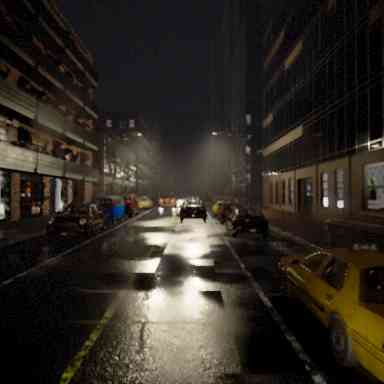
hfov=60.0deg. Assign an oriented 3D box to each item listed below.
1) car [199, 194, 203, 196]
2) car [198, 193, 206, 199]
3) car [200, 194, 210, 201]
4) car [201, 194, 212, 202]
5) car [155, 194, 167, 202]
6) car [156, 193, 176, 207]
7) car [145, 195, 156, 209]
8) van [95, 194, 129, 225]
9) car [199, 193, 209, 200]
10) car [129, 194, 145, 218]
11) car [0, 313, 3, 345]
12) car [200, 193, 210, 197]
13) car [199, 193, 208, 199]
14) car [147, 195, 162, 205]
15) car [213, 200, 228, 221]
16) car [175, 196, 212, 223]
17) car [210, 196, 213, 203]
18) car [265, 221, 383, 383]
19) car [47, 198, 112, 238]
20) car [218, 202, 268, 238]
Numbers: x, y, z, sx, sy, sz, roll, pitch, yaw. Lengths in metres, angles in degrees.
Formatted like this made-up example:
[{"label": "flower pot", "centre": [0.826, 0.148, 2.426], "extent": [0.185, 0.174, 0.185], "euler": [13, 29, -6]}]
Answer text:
[{"label": "car", "centre": [0.078, 1.316, 41.749], "extent": [1.895, 1.301, 4.718], "euler": [0, 0, 0]}, {"label": "car", "centre": [2.634, 0.979, 85.060], "extent": [1.887, 1.381, 4.507], "euler": [1, 0, 0]}, {"label": "car", "centre": [2.642, 1.067, 68.137], "extent": [1.752, 1.417, 4.829], "euler": [1, 0, 0]}, {"label": "car", "centre": [2.645, 1.125, 62.268], "extent": [1.887, 1.381, 4.507], "euler": [1, 0, 0]}, {"label": "car", "centre": [-5.702, 1.106, 62.219], "extent": [1.752, 1.417, 4.829], "euler": [1, 0, 0]}, {"label": "car", "centre": [-3.108, 1.058, 43.352], "extent": [2.097, 1.767, 4.553], "euler": [0, 0, 0]}, {"label": "car", "centre": [-5.692, 1.256, 39.429], "extent": [1.752, 1.417, 4.829], "euler": [1, 0, 0]}, {"label": "van", "centre": [-5.680, 1.187, 22.505], "extent": [1.690, 1.788, 3.998], "euler": [1, 0, 0]}, {"label": "car", "centre": [2.639, 1.051, 73.666], "extent": [1.887, 1.381, 4.507], "euler": [1, 0, 0]}, {"label": "car", "centre": [-5.682, 1.122, 28.202], "extent": [2.192, 1.841, 5.009], "euler": [1, 0, 0]}, {"label": "car", "centre": [-3.102, 1.589, 1.575], "extent": [1.895, 1.301, 4.718], "euler": [0, 0, 0]}, {"label": "car", "centre": [2.646, 1.199, 56.571], "extent": [1.802, 1.307, 4.206], "euler": [1, 0, 0]}, {"label": "car", "centre": [2.637, 1.021, 79.363], "extent": [2.008, 1.369, 4.403], "euler": [1, 0, 0]}, {"label": "car", "centre": [-5.697, 1.199, 50.994], "extent": [1.887, 1.381, 4.507], "euler": [1, 0, 0]}, {"label": "car", "centre": [2.662, 1.391, 22.385], "extent": [1.887, 1.381, 4.507], "euler": [1, 0, 0]}, {"label": "car", "centre": [0.090, 1.326, 24.098], "extent": [2.128, 1.511, 4.902], "euler": [0, 0, 0]}, {"label": "car", "centre": [2.660, 1.331, 28.252], "extent": [1.752, 1.417, 4.829], "euler": [1, 0, 0]}, {"label": "car", "centre": [2.670, 1.487, 5.462], "extent": [1.752, 1.417, 4.829], "euler": [1, 0, 0]}, {"label": "car", "centre": [-5.680, 1.325, 16.809], "extent": [1.967, 1.590, 4.097], "euler": [1, 0, 0]}, {"label": "car", "centre": [2.665, 1.436, 16.688], "extent": [2.008, 1.369, 4.403], "euler": [1, 0, 0]}]
